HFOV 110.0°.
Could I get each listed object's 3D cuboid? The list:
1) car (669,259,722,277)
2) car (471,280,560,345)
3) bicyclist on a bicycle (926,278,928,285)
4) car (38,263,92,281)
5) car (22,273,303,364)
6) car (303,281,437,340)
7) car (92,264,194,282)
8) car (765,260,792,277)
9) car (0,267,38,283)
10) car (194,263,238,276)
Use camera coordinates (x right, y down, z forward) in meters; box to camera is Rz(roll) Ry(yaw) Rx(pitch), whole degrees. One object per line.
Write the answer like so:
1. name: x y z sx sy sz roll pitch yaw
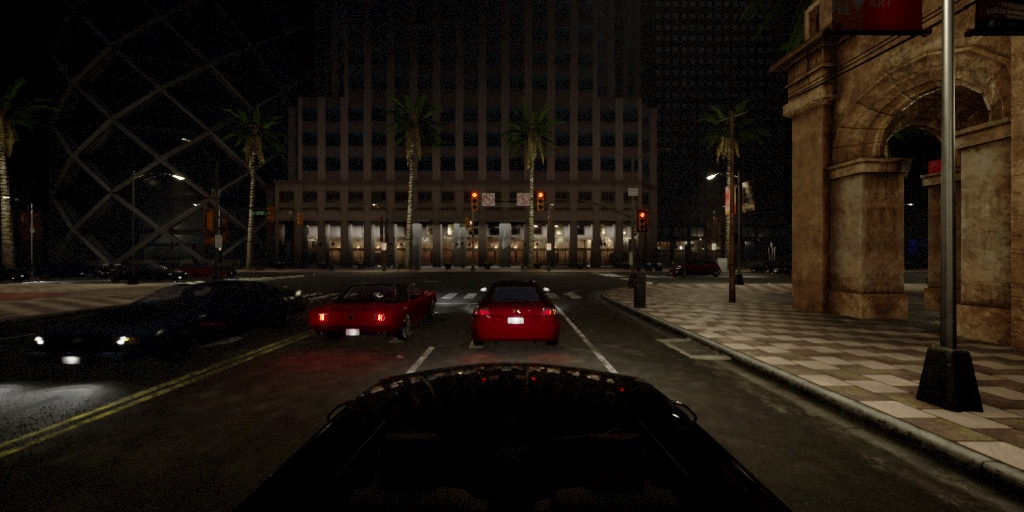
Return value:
1. car: 17.817 1.102 35.066 4.553 1.767 2.097 0 0 0
2. car: 0.082 1.314 9.476 1.994 1.385 4.181 0 0 0
3. bicyclist on a bicycle: 24.678 1.051 20.563 0.582 1.620 1.656 0 0 0
4. car: -36.837 1.275 30.235 4.674 1.442 1.812 0 0 -15
5. car: -7.116 1.297 8.451 2.033 1.411 5.357 0 0 0
6. car: -3.417 1.351 9.939 1.895 1.301 4.718 0 0 0
7. car: -28.512 1.298 27.854 5.357 1.411 2.033 0 0 -2
8. car: 28.211 1.241 35.036 4.902 1.511 2.128 0 0 0
9. car: -38.522 1.314 26.127 4.181 1.385 1.994 0 0 -21
10. car: -26.515 1.313 31.281 4.181 1.385 1.994 0 0 -2
